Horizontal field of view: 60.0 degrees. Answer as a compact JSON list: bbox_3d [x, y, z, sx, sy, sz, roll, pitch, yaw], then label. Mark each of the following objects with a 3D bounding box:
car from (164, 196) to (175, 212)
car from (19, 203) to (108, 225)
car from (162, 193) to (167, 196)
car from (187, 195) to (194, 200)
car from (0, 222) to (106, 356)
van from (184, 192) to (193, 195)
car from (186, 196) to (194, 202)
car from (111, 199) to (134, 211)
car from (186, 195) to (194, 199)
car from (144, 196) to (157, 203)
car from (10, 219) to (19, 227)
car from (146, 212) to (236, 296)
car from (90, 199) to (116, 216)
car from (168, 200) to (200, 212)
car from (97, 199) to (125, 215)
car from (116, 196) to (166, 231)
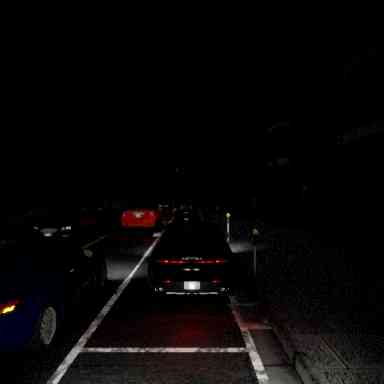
[{"bbox_3d":[-2.925,1.491,33.016,2.128,1.511,4.902,0,0,0],"label":"car"},{"bbox_3d":[-5.870,1.491,15.981,2.128,1.511,4.902,0,0,0],"label":"car"},{"bbox_3d":[-8.408,1.518,90.251,1.752,1.417,4.829,0,0,0],"label":"car"},{"bbox_3d":[-0.383,1.575,90.427,1.802,1.307,4.206,0,0,0],"label":"car"},{"bbox_3d":[-2.926,1.525,5.977,1.812,1.442,4.674,0,0,0],"label":"car"},{"bbox_3d":[-0.383,1.339,67.702,1.690,1.788,3.998,0,0,0],"label":"van"},{"bbox_3d":[-0.383,1.579,79.064,1.802,1.307,4.206,0,0,0],"label":"car"},{"bbox_3d":[-8.408,1.551,40.611,2.008,1.369,4.403,0,0,0],"label":"car"},{"bbox_3d":[-0.383,1.440,35.101,1.967,1.590,4.097,0,0,0],"label":"car"},{"bbox_3d":[-8.408,1.549,67.693,2.008,1.369,4.403,0,0,0],"label":"car"},{"bbox_3d":[-8.408,1.582,18.538,1.802,1.307,4.206,0,0,0],"label":"car"},{"bbox_3d":[0.000,1.504,8.650,1.837,1.490,4.892,0,0,0],"label":"car"},{"bbox_3d":[-8.408,1.440,29.575,1.967,1.590,4.097,0,0,0],"label":"car"},{"bbox_3d":[-0.383,1.551,24.063,2.008,1.369,4.403,0,0,0],"label":"car"},{"bbox_3d":[-8.408,1.525,34.923,1.752,1.417,4.829,0,0,0],"label":"car"},{"bbox_3d":[-3.020,1.351,20.728,2.097,1.767,4.553,0,0,0],"label":"car"}]
